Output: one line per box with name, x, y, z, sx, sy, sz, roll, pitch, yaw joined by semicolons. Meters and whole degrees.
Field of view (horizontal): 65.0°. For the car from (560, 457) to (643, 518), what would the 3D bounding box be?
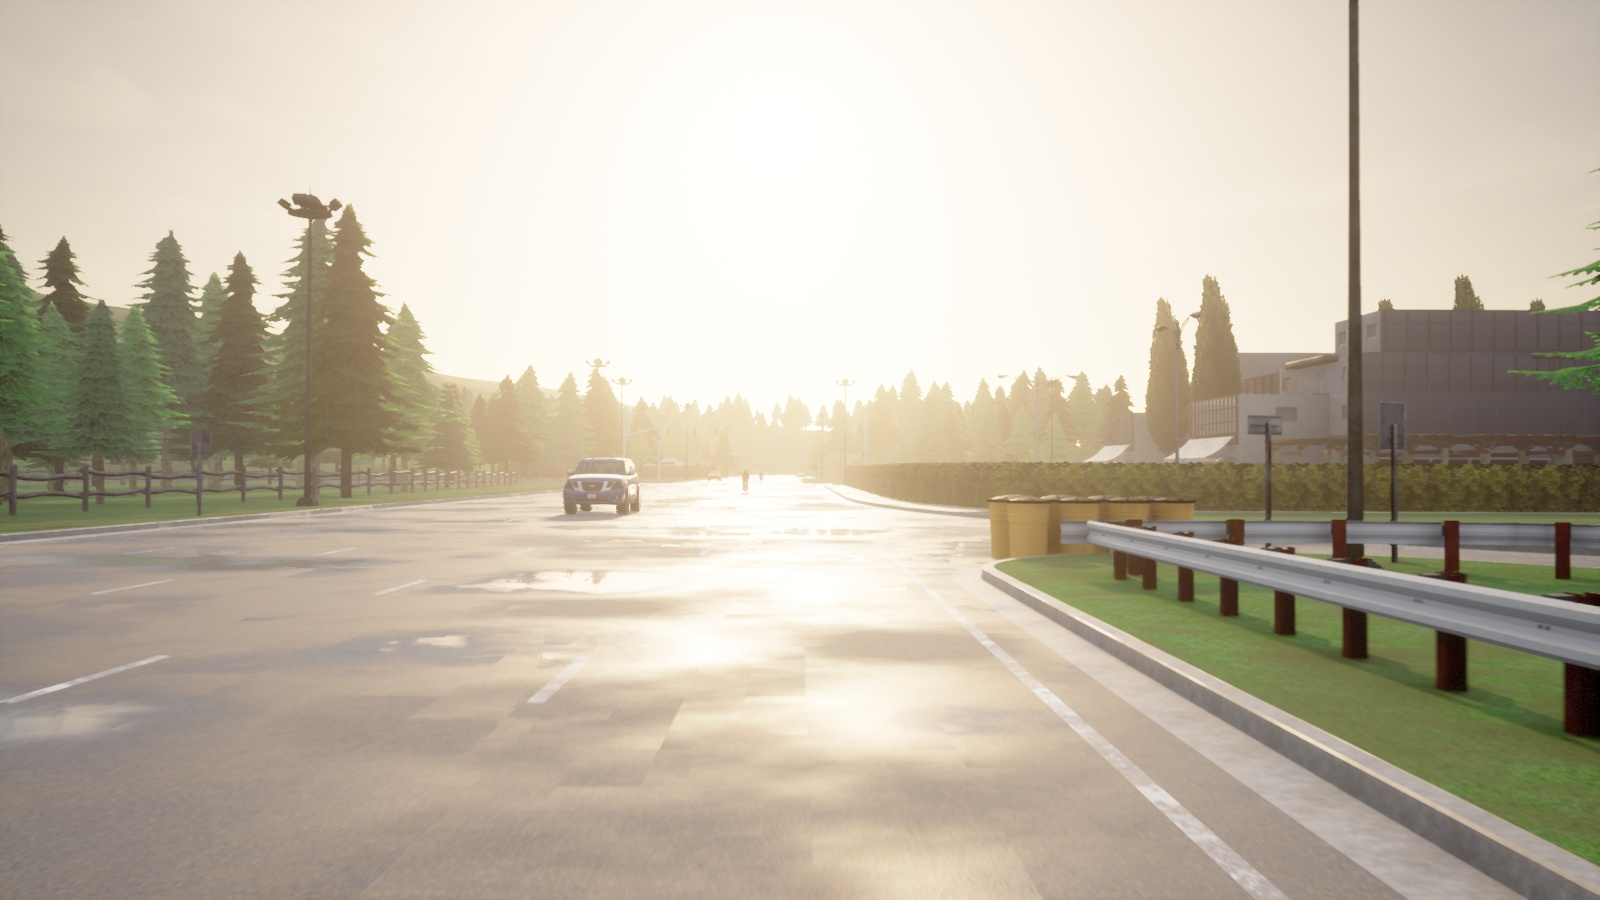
car;-7.107;1.324;45.542;2.150;2.045;5.566;0;-1;0
